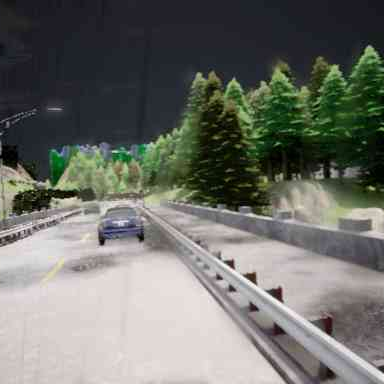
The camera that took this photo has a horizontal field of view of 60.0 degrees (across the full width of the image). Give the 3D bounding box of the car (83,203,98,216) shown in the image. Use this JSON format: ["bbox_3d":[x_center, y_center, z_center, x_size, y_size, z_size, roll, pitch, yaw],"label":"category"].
[{"bbox_3d":[-13.026,2.195,43.602,1.837,1.490,4.892,-4,0,-11],"label":"car"}]

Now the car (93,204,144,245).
[{"bbox_3d":[-3.651,1.524,17.243,2.097,1.767,4.553,-4,0,-11],"label":"car"}]

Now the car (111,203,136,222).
[{"bbox_3d":[-6.439,1.850,31.313,2.033,1.411,5.357,-4,0,-11],"label":"car"}]
